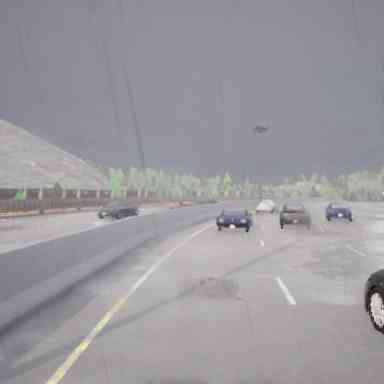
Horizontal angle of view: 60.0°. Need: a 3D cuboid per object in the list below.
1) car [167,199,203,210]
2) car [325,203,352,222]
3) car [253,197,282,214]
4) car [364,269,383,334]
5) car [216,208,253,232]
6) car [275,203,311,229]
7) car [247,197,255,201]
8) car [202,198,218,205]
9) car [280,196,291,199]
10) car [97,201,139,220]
[{"bbox_3d":[-0.830,1.644,33.514,1.895,1.301,4.718,0,0,21],"label":"car"},{"bbox_3d":[12.161,1.617,27.744,1.812,1.442,4.674,0,0,19],"label":"car"},{"bbox_3d":[8.551,1.615,37.452,1.812,1.442,4.674,0,0,24],"label":"car"},{"bbox_3d":[3.845,1.527,3.872,1.837,1.490,4.892,0,0,3],"label":"car"},{"bbox_3d":[2.770,1.642,20.686,1.895,1.301,4.718,0,0,13],"label":"car"},{"bbox_3d":[6.782,1.552,22.133,2.128,1.511,4.902,0,0,15],"label":"car"},{"bbox_3d":[12.276,1.667,64.744,2.128,1.511,4.902,0,0,34],"label":"car"},{"bbox_3d":[2.481,1.636,56.143,2.033,1.411,5.357,0,0,32],"label":"car"},{"bbox_3d":[19.155,1.440,68.807,1.882,1.535,5.008,0,0,33],"label":"car"},{"bbox_3d":[-6.198,1.518,28.307,1.837,1.490,4.892,0,0,17],"label":"car"}]
